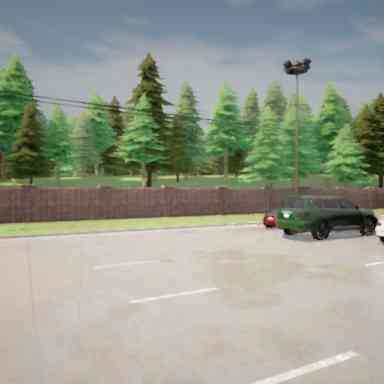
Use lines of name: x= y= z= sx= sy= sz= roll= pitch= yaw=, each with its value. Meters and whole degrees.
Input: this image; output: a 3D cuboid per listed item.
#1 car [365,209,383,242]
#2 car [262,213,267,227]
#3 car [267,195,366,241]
car: x=9.952 y=1.490 z=14.388 sx=4.674 sy=1.442 sz=1.812 roll=0 pitch=0 yaw=-27
car: x=6.368 y=1.520 z=20.402 sx=4.181 sy=1.385 sz=1.994 roll=0 pitch=0 yaw=-27
car: x=6.767 y=1.184 z=16.670 sx=5.566 sy=2.045 sz=2.150 roll=0 pitch=0 yaw=-27
